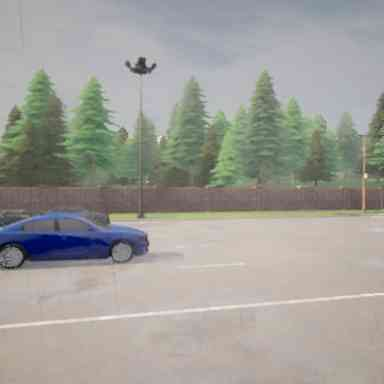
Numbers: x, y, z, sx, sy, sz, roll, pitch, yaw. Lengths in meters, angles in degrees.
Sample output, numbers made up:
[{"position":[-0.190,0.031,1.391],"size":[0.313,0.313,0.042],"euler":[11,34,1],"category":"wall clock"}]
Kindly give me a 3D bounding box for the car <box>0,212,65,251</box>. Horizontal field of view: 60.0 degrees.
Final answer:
[{"position":[-7.695,1.541,13.281],"size":[4.718,1.301,1.895],"euler":[0,0,-14],"category":"car"}]

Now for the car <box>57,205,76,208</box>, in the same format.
[{"position":[-8.529,1.527,16.682],"size":[4.718,1.301,1.895],"euler":[0,0,-14],"category":"car"}]

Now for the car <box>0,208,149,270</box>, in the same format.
[{"position":[-3.894,1.432,10.600],"size":[5.008,1.535,1.882],"euler":[0,0,-14],"category":"car"}]

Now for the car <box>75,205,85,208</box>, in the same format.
[{"position":[-7.230,1.477,20.597],"size":[4.181,1.385,1.994],"euler":[0,0,-14],"category":"car"}]
